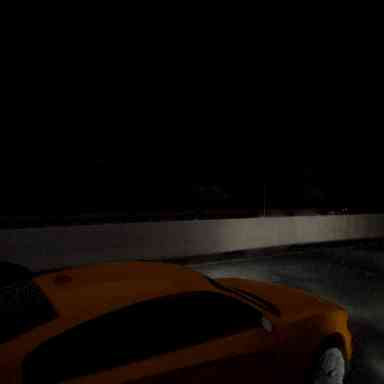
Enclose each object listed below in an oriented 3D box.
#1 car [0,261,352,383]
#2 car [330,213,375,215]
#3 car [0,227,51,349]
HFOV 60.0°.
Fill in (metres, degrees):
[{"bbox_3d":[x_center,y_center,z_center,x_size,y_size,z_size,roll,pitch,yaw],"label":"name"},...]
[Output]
[{"bbox_3d":[-0.415,1.471,3.288,5.008,1.535,1.882,0,0,-35],"label":"car"},{"bbox_3d":[13.217,1.266,26.227,5.566,2.045,2.150,0,0,-21],"label":"car"},{"bbox_3d":[-4.766,1.461,4.514,4.902,1.511,2.128,0,0,-36],"label":"car"}]
